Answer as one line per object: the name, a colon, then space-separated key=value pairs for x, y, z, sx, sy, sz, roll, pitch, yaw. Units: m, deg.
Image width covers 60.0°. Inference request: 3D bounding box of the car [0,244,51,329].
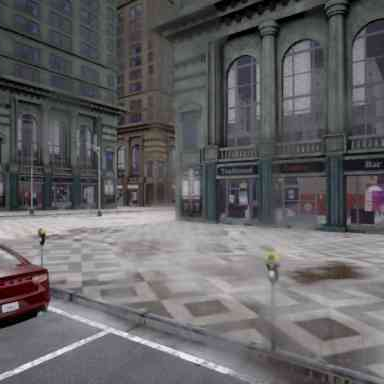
car: x=-4.459 y=1.544 z=6.147 sx=4.507 sy=1.381 sz=1.887 roll=0 pitch=0 yaw=35
